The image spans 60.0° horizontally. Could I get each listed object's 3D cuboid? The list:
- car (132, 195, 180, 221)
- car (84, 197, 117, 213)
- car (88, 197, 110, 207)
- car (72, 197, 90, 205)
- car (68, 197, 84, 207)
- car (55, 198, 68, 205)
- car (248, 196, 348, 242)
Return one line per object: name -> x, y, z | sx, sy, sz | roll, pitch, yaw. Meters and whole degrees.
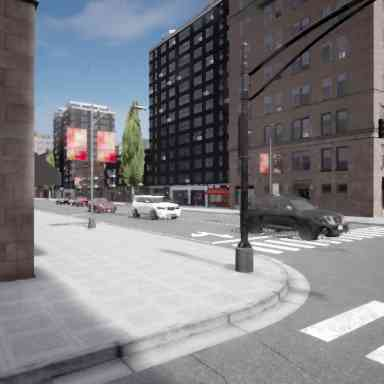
car -> -3.240, 1.316, 28.672 | 2.150, 2.045, 5.566 | 0, -1, -36
car -> -10.513, 1.491, 38.754 | 2.097, 1.767, 4.553 | 0, 0, -36
car -> -16.219, 1.714, 58.075 | 2.128, 1.511, 4.902 | 0, 0, -36
car -> -22.136, 1.749, 66.269 | 2.128, 1.511, 4.902 | 0, 0, -36
car -> -18.942, 1.743, 56.300 | 1.812, 1.442, 4.674 | 0, 0, -36
car -> -25.310, 1.857, 65.113 | 1.895, 1.301, 4.718 | 0, 0, -36
car -> 5.049, 1.258, 17.193 | 2.150, 2.045, 5.566 | 0, 0, -36
